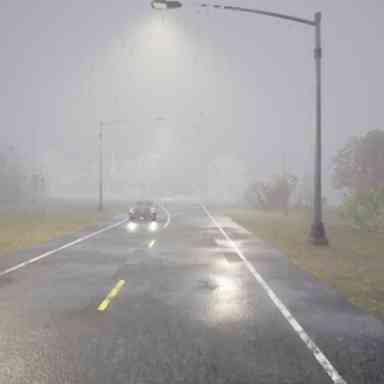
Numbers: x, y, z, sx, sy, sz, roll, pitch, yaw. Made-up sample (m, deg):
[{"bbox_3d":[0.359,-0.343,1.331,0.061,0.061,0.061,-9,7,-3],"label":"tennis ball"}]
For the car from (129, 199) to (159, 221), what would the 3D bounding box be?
[{"bbox_3d":[-3.835,1.365,26.933,2.097,1.767,4.553,0,0,-3],"label":"car"}]
